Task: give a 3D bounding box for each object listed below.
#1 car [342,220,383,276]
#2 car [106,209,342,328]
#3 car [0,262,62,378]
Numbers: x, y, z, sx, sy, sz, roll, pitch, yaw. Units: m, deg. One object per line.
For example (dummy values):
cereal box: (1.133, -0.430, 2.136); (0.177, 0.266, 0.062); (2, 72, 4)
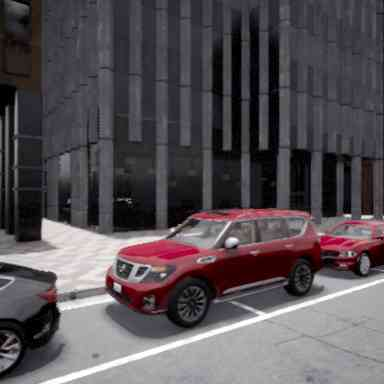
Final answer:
car: (5.358, 1.596, 10.465); (4.507, 1.381, 1.887); (0, 0, -35)
car: (0.767, 1.338, 7.196); (5.009, 1.841, 2.192); (0, 0, -35)
car: (-3.824, 1.562, 3.925); (4.313, 1.339, 1.947); (0, 0, -35)
